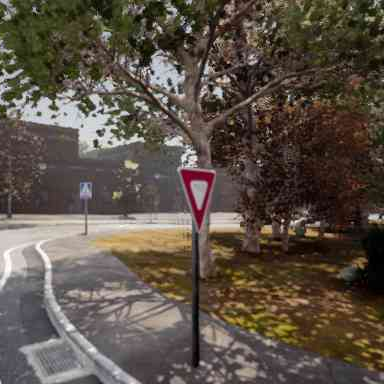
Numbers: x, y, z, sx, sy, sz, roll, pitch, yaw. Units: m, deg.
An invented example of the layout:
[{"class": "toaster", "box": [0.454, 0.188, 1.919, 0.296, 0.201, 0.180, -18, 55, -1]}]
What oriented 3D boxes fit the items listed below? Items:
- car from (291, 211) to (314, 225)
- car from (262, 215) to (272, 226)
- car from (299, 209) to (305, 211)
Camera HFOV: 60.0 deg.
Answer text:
[{"class": "car", "box": [16.870, 4.104, 50.083, 1.882, 1.535, 5.008, -1, -3, 42]}, {"class": "car", "box": [8.829, 3.516, 41.025, 1.994, 1.385, 4.181, -1, -4, 42]}, {"class": "car", "box": [26.248, 4.951, 77.783, 2.435, 2.045, 5.566, -1, -2, 42]}]
